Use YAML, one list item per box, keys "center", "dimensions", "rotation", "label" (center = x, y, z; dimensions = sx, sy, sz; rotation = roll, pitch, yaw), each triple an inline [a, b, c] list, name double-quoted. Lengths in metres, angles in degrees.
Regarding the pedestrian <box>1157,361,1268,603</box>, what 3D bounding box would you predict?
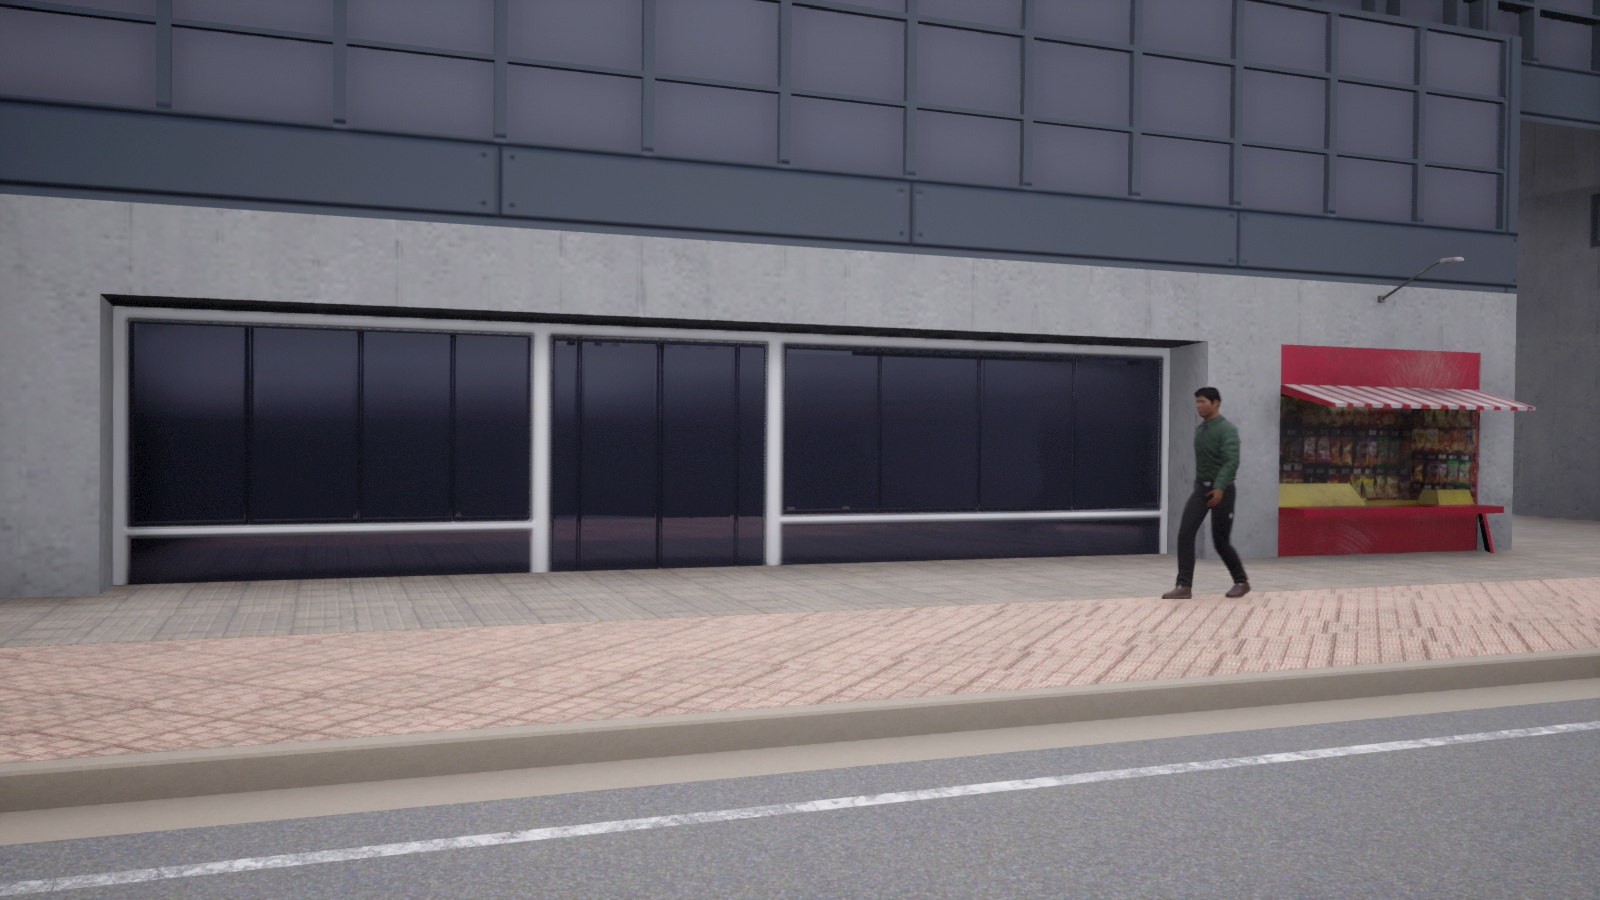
- center: [3.432, 0.250, 10.445]
  dimensions: [0.788, 1.949, 0.423]
  rotation: [-1, 1, -23]
  label: "pedestrian"
